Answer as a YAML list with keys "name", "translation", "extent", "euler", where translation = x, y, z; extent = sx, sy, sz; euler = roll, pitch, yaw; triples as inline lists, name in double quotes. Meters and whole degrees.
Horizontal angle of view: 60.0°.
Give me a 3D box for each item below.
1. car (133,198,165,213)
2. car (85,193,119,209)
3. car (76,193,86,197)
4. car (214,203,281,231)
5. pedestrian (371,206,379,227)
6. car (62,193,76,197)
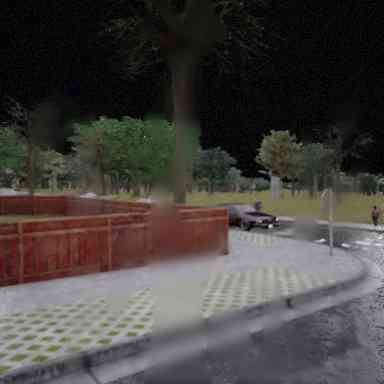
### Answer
- name: "car"
  translation: [-3.406, 1.214, 28.105]
  extent: [1.812, 1.442, 4.674]
  euler: [0, 1, -36]
- name: "car"
  translation: [-9.588, 1.071, 36.637]
  extent: [2.033, 1.411, 5.357]
  euler: [0, 1, -36]
- name: "car"
  translation: [-15.149, 0.833, 49.311]
  extent: [1.812, 1.442, 4.674]
  euler: [0, 1, -36]
- name: "car"
  translation: [2.623, 1.394, 19.785]
  extent: [2.033, 1.411, 5.357]
  euler: [0, 1, -36]
- name: "pedestrian"
  translation: [10.453, 1.062, 18.973]
  extent: [0.375, 1.860, 0.375]
  euler: [1, -1, -36]
- name: "car"
  translation: [-21.037, 0.747, 57.420]
  extent: [1.895, 1.301, 4.718]
  euler: [0, 1, -36]
